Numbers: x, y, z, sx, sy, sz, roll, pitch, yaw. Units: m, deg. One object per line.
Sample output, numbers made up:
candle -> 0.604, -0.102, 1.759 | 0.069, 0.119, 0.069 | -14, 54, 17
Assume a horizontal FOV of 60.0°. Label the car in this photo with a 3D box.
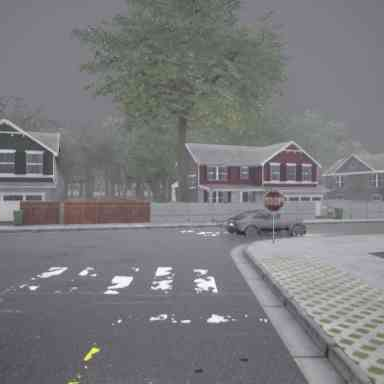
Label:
car -> 3.852, 1.628, 17.407 | 4.181, 1.385, 1.994 | 1, 0, -20
